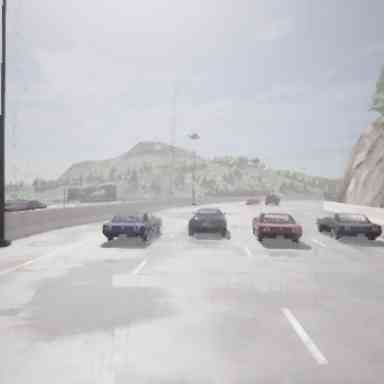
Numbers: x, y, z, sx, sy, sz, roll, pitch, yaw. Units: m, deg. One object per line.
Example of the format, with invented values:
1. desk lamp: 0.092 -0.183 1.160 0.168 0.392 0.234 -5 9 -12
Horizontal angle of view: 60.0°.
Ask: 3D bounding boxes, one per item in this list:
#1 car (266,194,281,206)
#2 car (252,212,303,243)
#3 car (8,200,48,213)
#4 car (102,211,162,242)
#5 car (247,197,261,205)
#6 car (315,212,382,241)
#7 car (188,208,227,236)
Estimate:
1. car: 15.342 1.455 62.806 2.150 2.045 5.566 0 0 23
2. car: 4.065 1.663 16.589 1.895 1.301 4.718 1 0 6
3. car: -12.467 1.280 24.741 1.812 1.442 4.674 1 0 7
4. car: -2.699 1.570 16.199 1.895 1.301 4.718 1 0 5
5. car: 11.784 1.662 63.209 1.882 1.535 5.008 0 0 23
6. car: 7.961 1.717 17.452 1.895 1.301 4.718 1 0 6
7. car: 0.966 1.583 18.602 1.994 1.385 4.181 1 0 7
